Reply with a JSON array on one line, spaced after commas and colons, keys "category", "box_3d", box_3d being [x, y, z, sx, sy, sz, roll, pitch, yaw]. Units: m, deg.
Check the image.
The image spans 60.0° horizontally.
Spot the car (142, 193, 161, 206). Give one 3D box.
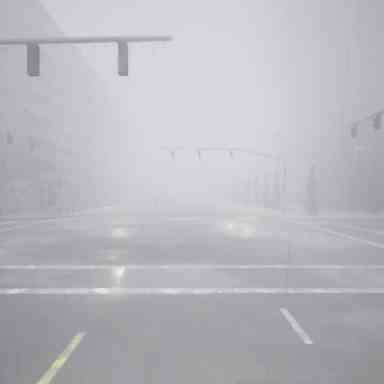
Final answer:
[{"category": "car", "box_3d": [-7.206, 1.266, 57.799, 2.150, 2.045, 5.566, 0, 0, 1]}]

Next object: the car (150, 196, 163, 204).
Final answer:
[{"category": "car", "box_3d": [-7.050, 1.606, 66.408, 1.994, 1.385, 4.181, 0, 0, 1]}]

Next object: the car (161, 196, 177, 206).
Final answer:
[{"category": "car", "box_3d": [-3.713, 1.550, 57.825, 1.837, 1.490, 4.892, 0, 0, 1]}]
